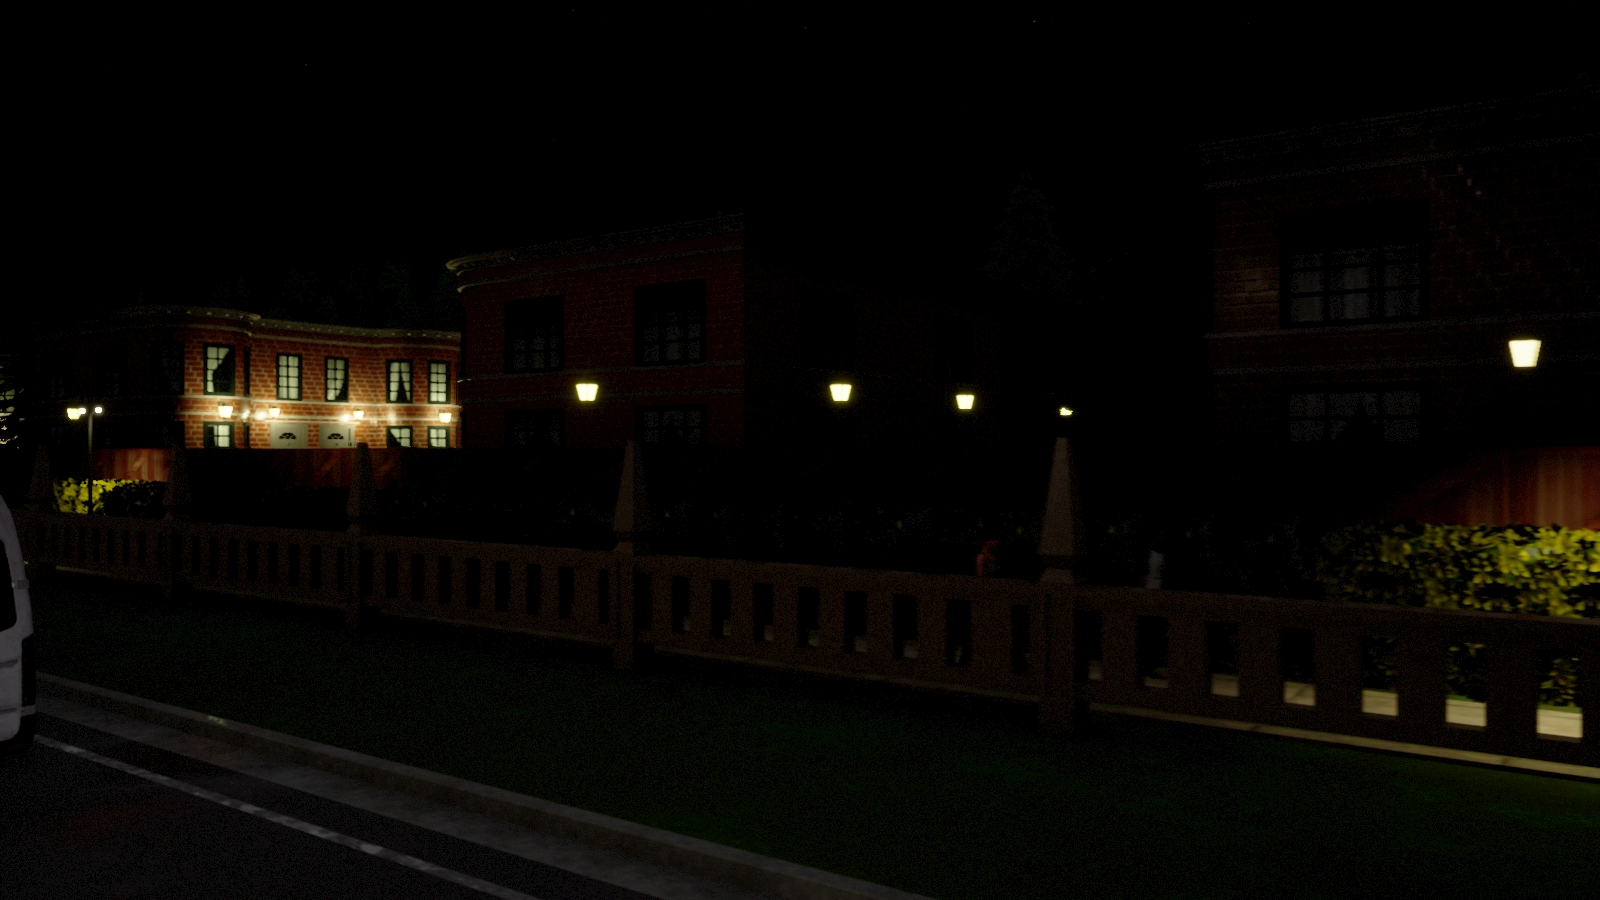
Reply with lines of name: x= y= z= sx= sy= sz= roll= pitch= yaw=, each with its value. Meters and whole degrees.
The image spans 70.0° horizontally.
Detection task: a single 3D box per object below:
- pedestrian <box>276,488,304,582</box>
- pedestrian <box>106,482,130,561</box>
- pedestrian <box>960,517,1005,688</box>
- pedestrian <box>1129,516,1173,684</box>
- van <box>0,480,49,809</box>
pedestrian: x=-10.273 y=1.703 z=23.025 sx=0.375 sy=1.860 sz=0.375 roll=0 pitch=0 yaw=36
pedestrian: x=-16.322 y=1.705 z=27.351 sx=0.375 sy=1.860 sz=0.375 roll=0 pitch=0 yaw=36
pedestrian: x=2.061 y=1.698 z=12.899 sx=0.375 sy=1.860 sz=0.375 roll=0 pitch=0 yaw=36
pedestrian: x=4.025 y=1.698 z=13.112 sx=0.375 sy=1.860 sz=0.375 roll=0 pitch=0 yaw=38
van: x=-9.079 y=1.538 z=10.138 sx=5.915 sy=2.561 sz=1.988 roll=0 pitch=0 yaw=35
